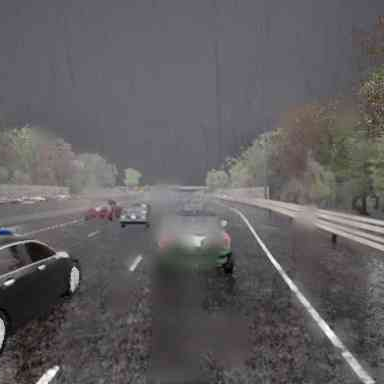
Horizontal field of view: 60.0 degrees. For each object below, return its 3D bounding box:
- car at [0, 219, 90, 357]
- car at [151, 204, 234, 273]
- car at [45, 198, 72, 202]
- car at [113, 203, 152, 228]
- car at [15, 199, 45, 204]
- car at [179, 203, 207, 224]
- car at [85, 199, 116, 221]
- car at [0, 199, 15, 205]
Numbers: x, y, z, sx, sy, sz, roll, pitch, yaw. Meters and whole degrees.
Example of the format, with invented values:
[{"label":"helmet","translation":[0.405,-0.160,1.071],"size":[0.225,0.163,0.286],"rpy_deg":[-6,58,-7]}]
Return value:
[{"label":"car","translation":[-3.441,1.497,5.669],"size":[1.837,1.490,4.892],"rpy_deg":[0,1,0]},{"label":"car","translation":[0.084,1.337,10.716],"size":[2.097,1.767,4.553],"rpy_deg":[0,0,0]},{"label":"car","translation":[-17.570,1.497,45.377],"size":[2.033,1.411,5.357],"rpy_deg":[0,0,0]},{"label":"car","translation":[-3.429,1.515,22.009],"size":[2.033,1.411,5.357],"rpy_deg":[0,0,0]},{"label":"car","translation":[-21.071,1.551,44.447],"size":[1.895,1.301,4.718],"rpy_deg":[0,0,0]},{"label":"car","translation":[0.086,1.564,25.216],"size":[1.895,1.301,4.718],"rpy_deg":[0,0,0]},{"label":"car","translation":[-6.912,1.314,26.593],"size":[2.097,1.767,4.553],"rpy_deg":[0,0,0]},{"label":"car","translation":[-24.569,1.551,44.446],"size":[1.895,1.301,4.718],"rpy_deg":[0,0,0]}]
